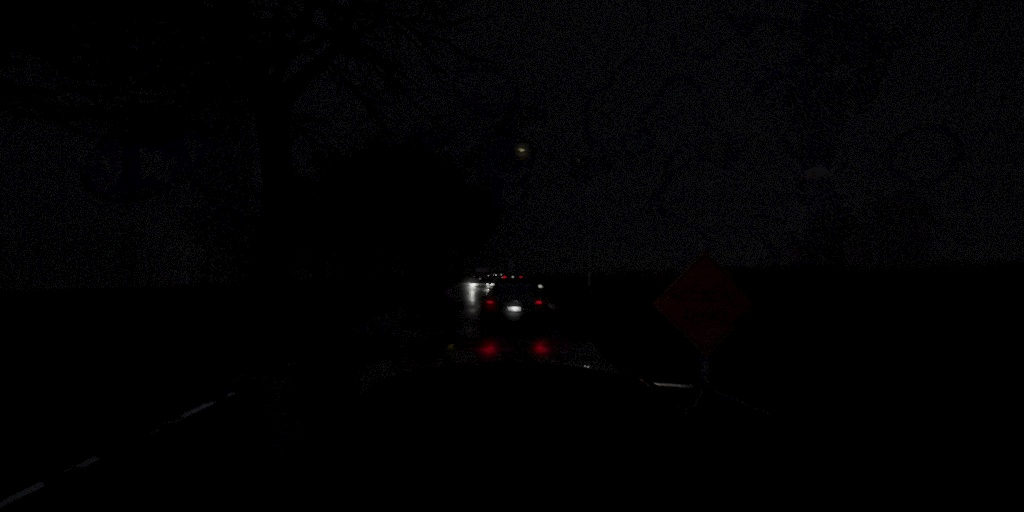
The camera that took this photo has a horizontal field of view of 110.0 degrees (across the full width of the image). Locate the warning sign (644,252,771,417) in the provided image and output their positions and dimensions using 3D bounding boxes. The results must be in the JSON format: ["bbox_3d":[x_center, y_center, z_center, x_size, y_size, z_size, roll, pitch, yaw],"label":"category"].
[{"bbox_3d":[2.449,0.881,4.550,1.300,1.860,1.060,0,0,0],"label":"warning sign"}]

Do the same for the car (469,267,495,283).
[{"bbox_3d":[-2.869,1.812,34.518,1.812,1.442,4.674,0,-1,0],"label":"car"}]

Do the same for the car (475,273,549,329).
[{"bbox_3d":[0.079,1.403,11.581,1.994,1.385,4.181,0,-1,0],"label":"car"}]

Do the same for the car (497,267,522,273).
[{"bbox_3d":[0.077,1.732,30.012,2.033,1.411,5.357,0,-1,0],"label":"car"}]
